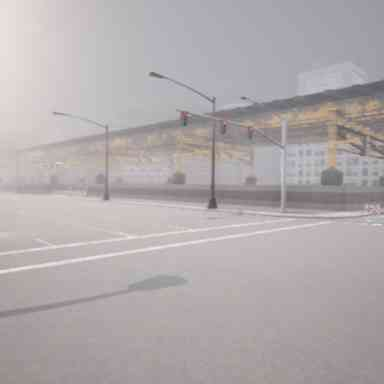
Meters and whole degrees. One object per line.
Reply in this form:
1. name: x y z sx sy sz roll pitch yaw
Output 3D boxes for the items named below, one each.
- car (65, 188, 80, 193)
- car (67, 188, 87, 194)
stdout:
1. car: -27.932 -0.418 77.831 1.853 1.218 4.536 1 1 0
2. car: -24.723 -0.318 74.416 4.536 1.218 1.853 1 1 10
